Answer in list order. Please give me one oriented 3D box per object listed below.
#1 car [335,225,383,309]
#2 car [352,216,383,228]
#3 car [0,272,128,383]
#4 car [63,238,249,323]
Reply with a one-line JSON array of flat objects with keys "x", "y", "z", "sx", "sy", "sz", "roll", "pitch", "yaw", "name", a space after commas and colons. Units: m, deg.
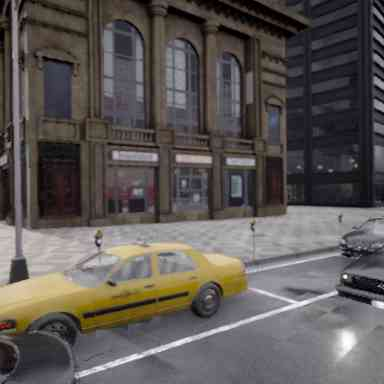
[{"x": 5.383, "y": 1.540, "z": 7.266, "sx": 5.357, "sy": 1.411, "sz": 2.033, "roll": 0, "pitch": 0, "yaw": -36, "name": "car"}, {"x": 6.928, "y": 1.544, "z": 11.677, "sx": 4.403, "sy": 1.369, "sz": 2.008, "roll": 0, "pitch": -1, "yaw": -36, "name": "car"}, {"x": -2.781, "y": 1.534, "z": 1.348, "sx": 4.674, "sy": 1.442, "sz": 1.812, "roll": 0, "pitch": 0, "yaw": -35, "name": "car"}, {"x": -1.132, "y": 1.534, "z": 5.857, "sx": 4.829, "sy": 1.417, "sz": 1.752, "roll": 0, "pitch": -1, "yaw": -36, "name": "car"}]
